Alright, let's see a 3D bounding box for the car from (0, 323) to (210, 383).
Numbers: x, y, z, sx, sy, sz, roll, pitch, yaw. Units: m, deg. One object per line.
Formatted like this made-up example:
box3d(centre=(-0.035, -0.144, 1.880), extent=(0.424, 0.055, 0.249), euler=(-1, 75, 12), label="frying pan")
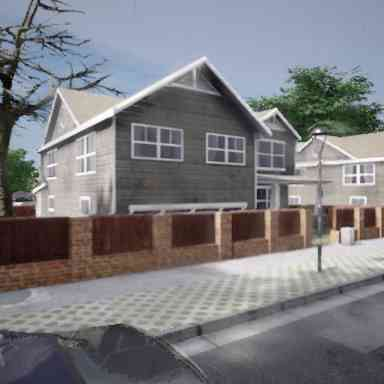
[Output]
box3d(centre=(-2.256, 1.541, 1.343), extent=(5.357, 1.411, 2.033), euler=(1, 0, -35), label="car")
